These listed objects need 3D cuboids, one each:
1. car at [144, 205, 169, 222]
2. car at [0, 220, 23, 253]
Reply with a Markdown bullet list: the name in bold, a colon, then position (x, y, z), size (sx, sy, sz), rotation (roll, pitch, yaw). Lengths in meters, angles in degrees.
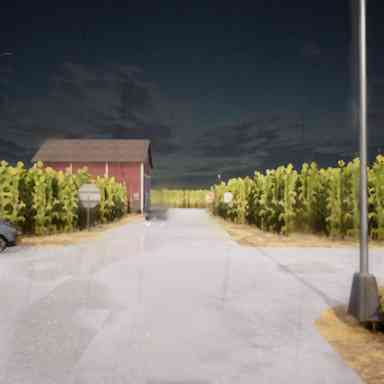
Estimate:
- **car**: position (-3.120, 1.918, 30.482), size (2.033, 1.411, 5.357), rotation (0, -1, 0)
- **car**: position (-8.614, 1.551, 12.331), size (4.181, 1.385, 1.994), rotation (0, -1, -19)
